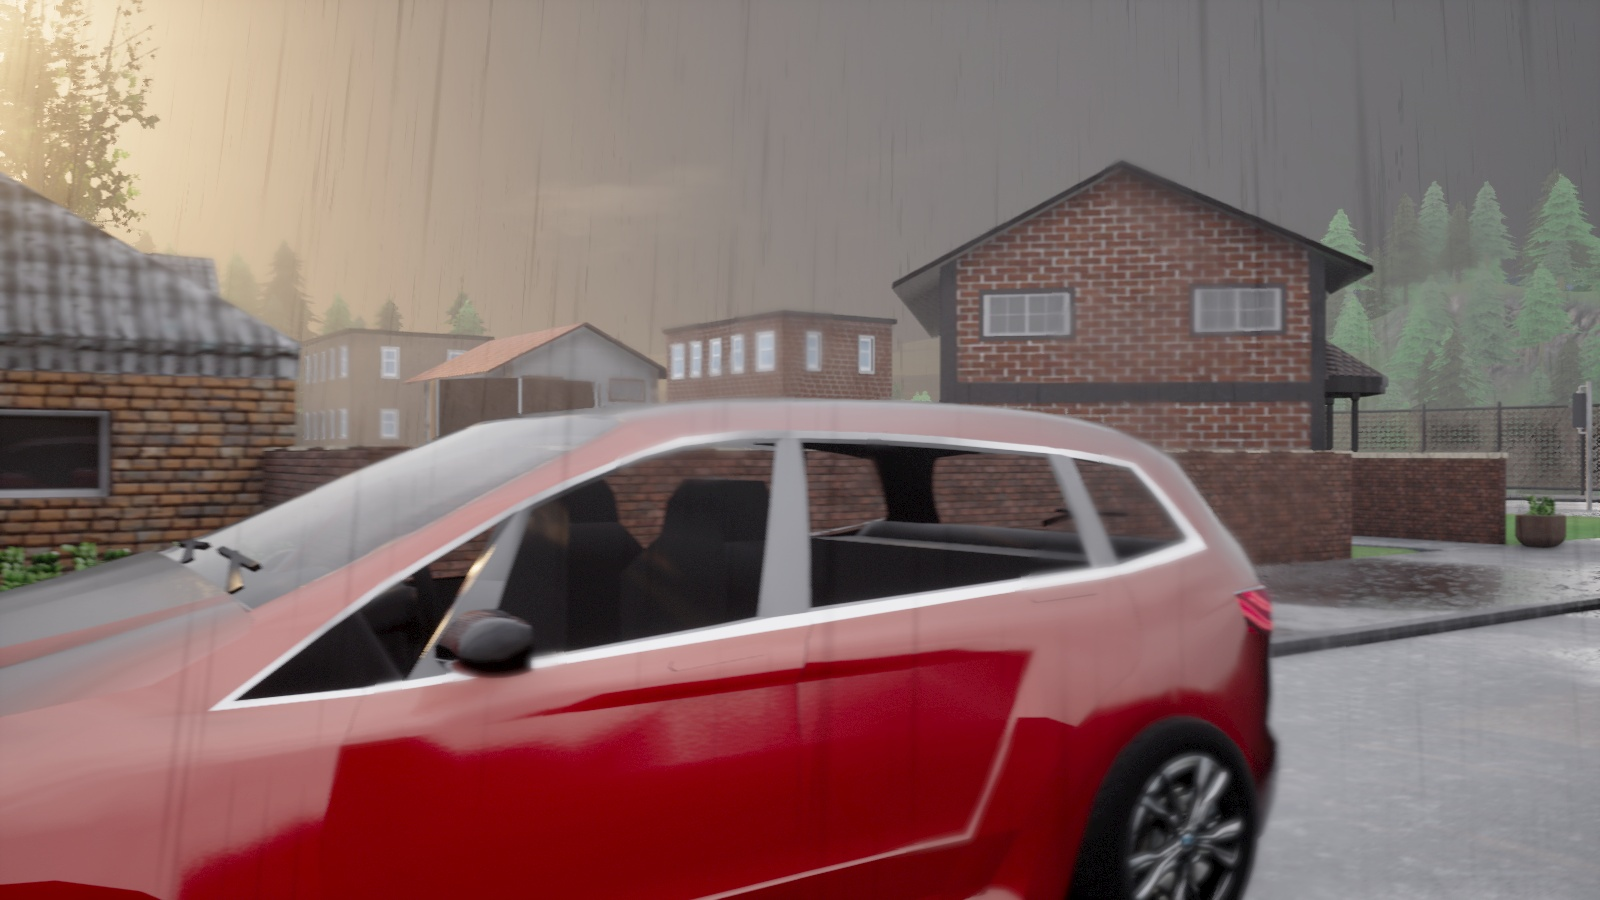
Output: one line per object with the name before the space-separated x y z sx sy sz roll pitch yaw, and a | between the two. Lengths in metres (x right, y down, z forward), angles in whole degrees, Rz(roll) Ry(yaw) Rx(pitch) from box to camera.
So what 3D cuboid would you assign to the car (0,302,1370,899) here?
car | -0.694 0.600 3.743 4.611 1.667 2.242 0 0 -33
